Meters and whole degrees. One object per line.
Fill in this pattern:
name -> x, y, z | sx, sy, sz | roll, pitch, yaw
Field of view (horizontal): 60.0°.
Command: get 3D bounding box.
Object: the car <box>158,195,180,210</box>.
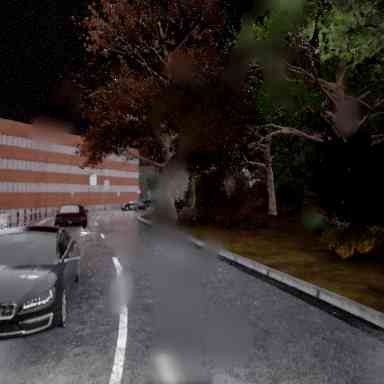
car -> -2.507, 1.641, 47.092 | 2.097, 1.767, 4.553 | 0, 0, 20

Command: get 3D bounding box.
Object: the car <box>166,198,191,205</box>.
car -> -2.754, 1.899, 69.173 | 4.674, 1.452, 2.002 | 0, 0, 20

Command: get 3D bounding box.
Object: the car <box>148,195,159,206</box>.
car -> -6.616, 1.563, 58.552 | 5.566, 2.045, 2.435 | 0, 0, 20

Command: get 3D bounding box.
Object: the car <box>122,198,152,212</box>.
car -> -7.397, 1.822, 43.309 | 1.994, 1.385, 4.181 | 0, 0, 20

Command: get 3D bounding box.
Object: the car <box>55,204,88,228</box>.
car -> -8.095, 1.569, 22.465 | 1.882, 1.535, 5.008 | 0, 0, -17

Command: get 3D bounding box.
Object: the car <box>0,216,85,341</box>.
car -> -3.393, 1.511, 6.819 | 1.837, 1.490, 4.892 | 0, 0, -14

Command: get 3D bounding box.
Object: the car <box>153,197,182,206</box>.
car -> -4.676, 1.838, 63.859 | 5.008, 1.535, 2.097 | 0, 0, 20
